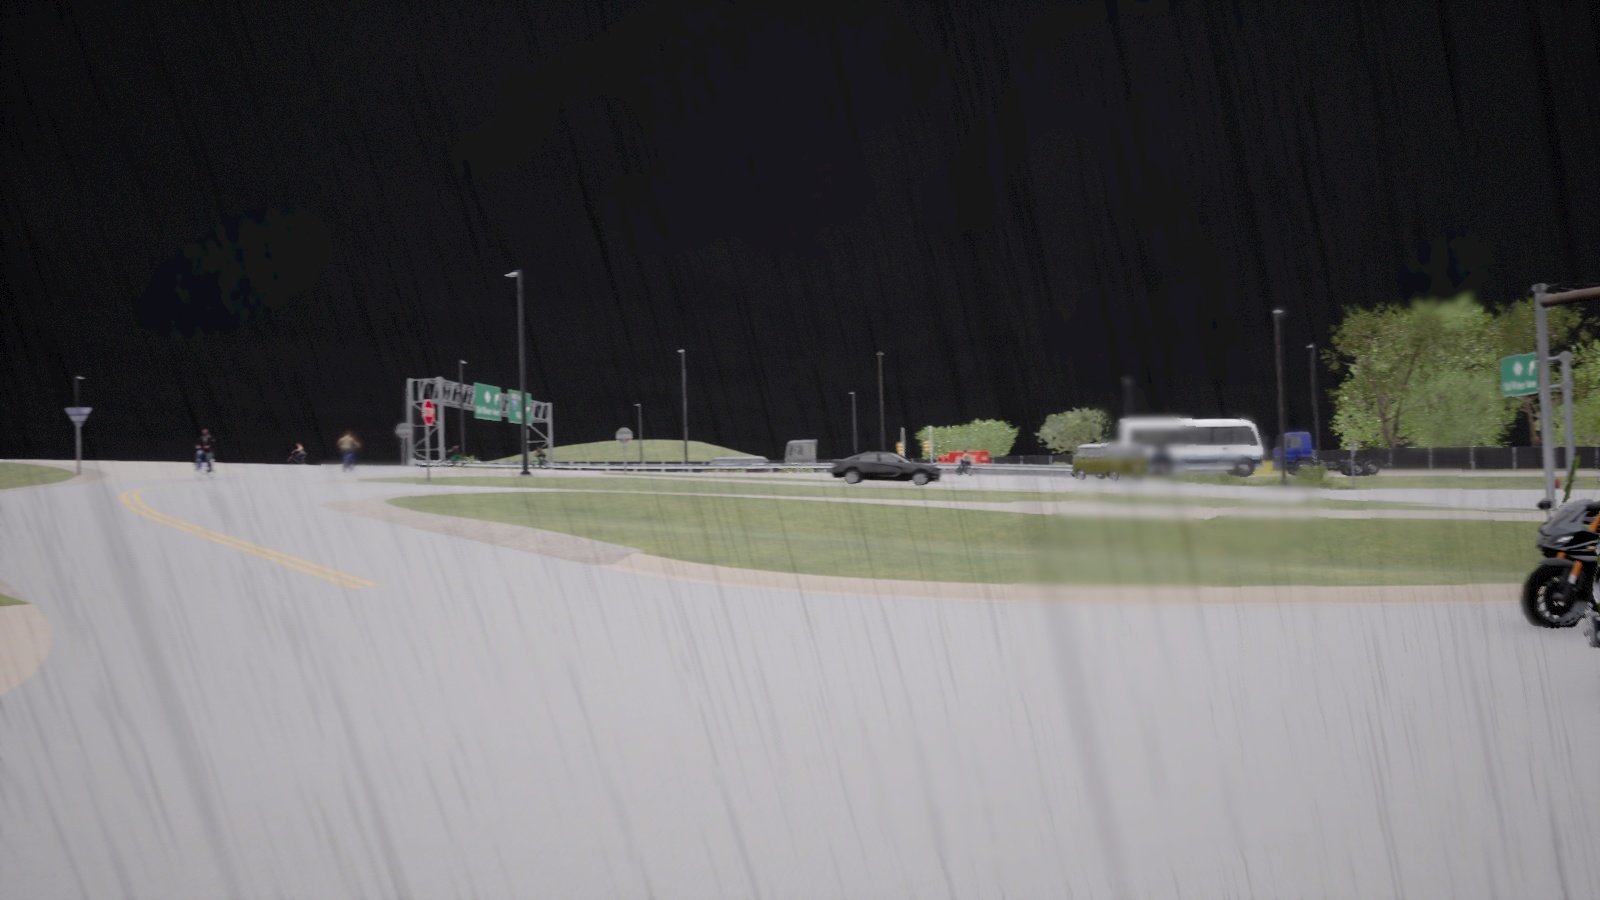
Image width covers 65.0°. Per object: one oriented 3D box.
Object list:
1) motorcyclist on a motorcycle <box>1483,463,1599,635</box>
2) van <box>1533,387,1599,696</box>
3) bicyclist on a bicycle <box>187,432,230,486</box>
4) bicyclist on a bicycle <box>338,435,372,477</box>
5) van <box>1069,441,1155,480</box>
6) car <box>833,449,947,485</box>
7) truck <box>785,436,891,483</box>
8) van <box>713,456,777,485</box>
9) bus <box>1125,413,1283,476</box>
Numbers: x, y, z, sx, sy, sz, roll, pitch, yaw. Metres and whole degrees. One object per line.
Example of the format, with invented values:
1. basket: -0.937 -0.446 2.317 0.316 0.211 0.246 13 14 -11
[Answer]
1. motorcyclist on a motorcycle: 7.802 0.890 11.895 2.191 1.530 0.866 -1 -1 -5
2. van: 7.381 0.561 8.063 4.442 1.987 1.775 -1 0 -8
3. bicyclist on a bicycle: -20.196 0.306 42.907 0.659 1.776 1.843 -2 0 -5
4. bicyclist on a bicycle: -17.156 0.219 48.457 0.866 1.612 1.509 -1 1 -5
5. van: 16.530 0.535 66.703 1.775 1.987 4.442 -2 1 -30
6. car: 4.128 0.783 57.167 5.008 1.535 1.882 1 -1 9
7. truck: 3.006 0.789 98.020 7.936 3.462 2.891 -1 -1 8
8. van: -4.025 1.496 91.891 4.442 1.987 1.775 -1 -2 8
9. bus: 29.103 -0.318 90.975 10.273 4.253 3.944 -1 -2 8
